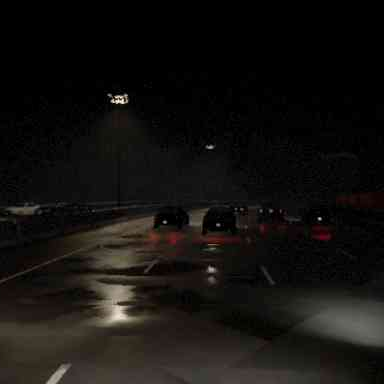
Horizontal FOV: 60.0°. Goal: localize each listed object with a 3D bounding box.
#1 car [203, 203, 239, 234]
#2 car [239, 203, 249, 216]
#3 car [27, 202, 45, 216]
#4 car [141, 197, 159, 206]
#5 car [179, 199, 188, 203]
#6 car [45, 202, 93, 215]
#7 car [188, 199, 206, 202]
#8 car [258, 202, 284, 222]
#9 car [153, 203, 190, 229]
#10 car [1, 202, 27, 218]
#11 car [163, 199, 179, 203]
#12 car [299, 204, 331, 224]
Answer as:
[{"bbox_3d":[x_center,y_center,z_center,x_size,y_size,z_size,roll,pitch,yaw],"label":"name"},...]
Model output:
[{"bbox_3d":[1.785,1.673,20.596,1.882,1.535,5.008,0,-1,8],"label":"car"},{"bbox_3d":[5.355,1.912,38.028,2.033,1.411,5.357,0,-1,15],"label":"car"},{"bbox_3d":[-13.836,1.779,33.642,2.128,1.511,4.902,0,-1,12],"label":"car"},{"bbox_3d":[-8.938,1.997,70.968,2.097,1.767,4.553,0,-1,24],"label":"car"},{"bbox_3d":[-0.529,2.213,72.427,1.994,1.385,4.181,0,-1,25],"label":"car"},{"bbox_3d":[-10.904,1.770,30.552,1.837,1.490,4.892,0,-1,12],"label":"car"},{"bbox_3d":[1.615,2.163,68.807,2.128,1.511,4.902,0,-1,24],"label":"car"},{"bbox_3d":[6.894,1.638,29.262,2.097,1.767,4.553,0,-1,12],"label":"car"},{"bbox_3d":[-1.356,1.741,23.269,1.812,1.442,4.674,0,-1,9],"label":"car"},{"bbox_3d":[-17.288,1.812,34.209,1.812,1.442,4.674,0,-1,12],"label":"car"},{"bbox_3d":[-4.427,2.204,72.427,2.033,1.411,5.357,0,-1,25],"label":"car"},{"bbox_3d":[10.047,1.778,27.307,1.837,1.490,4.892,0,-1,11],"label":"car"}]
